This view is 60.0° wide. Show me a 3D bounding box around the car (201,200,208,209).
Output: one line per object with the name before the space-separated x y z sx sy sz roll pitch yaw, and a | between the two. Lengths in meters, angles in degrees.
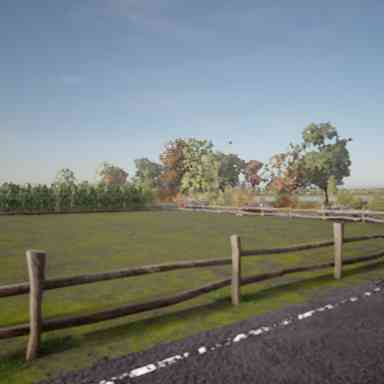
car | 1.413 2.232 59.121 2.128 1.511 4.902 0 -1 -17

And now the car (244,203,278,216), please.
car | 8.223 2.012 40.032 1.812 1.442 4.674 0 -1 -33

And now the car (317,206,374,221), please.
car | 14.326 1.939 31.178 1.895 1.301 4.718 0 -1 -35

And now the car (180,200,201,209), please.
car | -0.744 2.211 56.598 1.882 1.535 5.008 0 -1 -20

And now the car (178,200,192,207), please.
car | -1.446 2.393 69.118 1.812 1.442 4.674 0 -1 -16
